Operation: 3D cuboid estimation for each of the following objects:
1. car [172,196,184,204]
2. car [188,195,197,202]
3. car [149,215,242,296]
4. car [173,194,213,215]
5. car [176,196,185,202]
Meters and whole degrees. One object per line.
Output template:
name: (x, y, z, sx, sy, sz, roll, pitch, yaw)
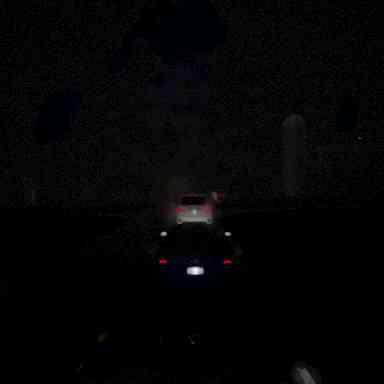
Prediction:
car: (-2.727, 1.585, 65.739, 1.994, 1.385, 4.181, 0, -1, 1)
car: (0.052, 1.556, 81.264, 2.097, 1.767, 4.553, 0, -1, 0)
car: (0.096, 1.517, 8.570, 1.994, 1.385, 4.181, 0, 0, 1)
car: (0.090, 1.130, 20.660, 2.150, 2.045, 5.566, 0, 0, -1)
car: (-2.697, 1.723, 82.003, 2.033, 1.411, 5.357, 0, -1, 0)
